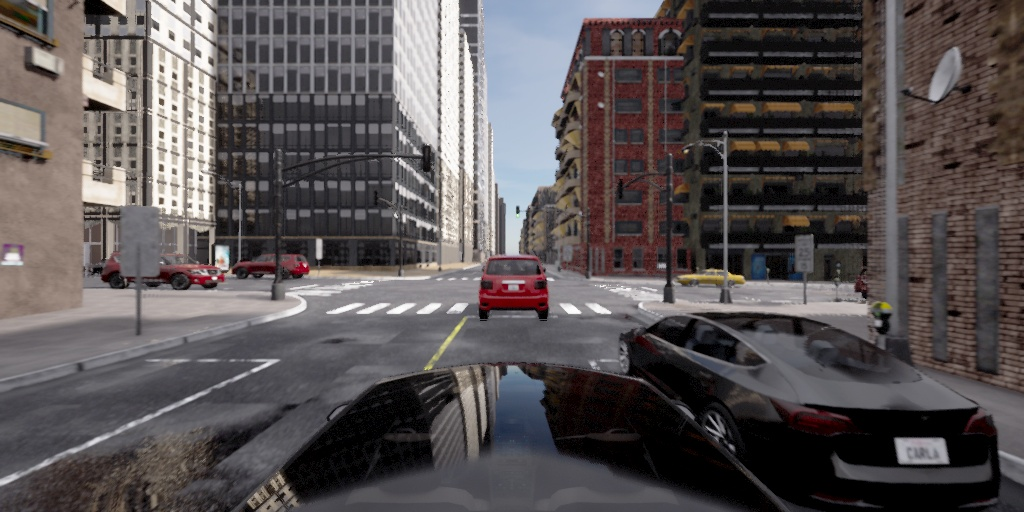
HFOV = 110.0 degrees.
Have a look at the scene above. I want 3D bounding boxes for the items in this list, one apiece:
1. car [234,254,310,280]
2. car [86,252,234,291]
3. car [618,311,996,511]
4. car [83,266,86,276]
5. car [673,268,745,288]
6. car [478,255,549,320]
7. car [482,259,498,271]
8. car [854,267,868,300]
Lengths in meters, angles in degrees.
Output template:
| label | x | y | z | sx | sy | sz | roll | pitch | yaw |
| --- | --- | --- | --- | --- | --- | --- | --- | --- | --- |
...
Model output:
| label | x | y | z | sx | sy | sz | roll | pitch | yaw |
| --- | --- | --- | --- | --- | --- | --- | --- | --- | --- |
| car | -17.694 | 0.778 | 26.491 | 5.009 | 1.841 | 2.192 | 0 | 0 | 0 |
| car | -17.565 | 0.758 | 18.112 | 5.009 | 1.841 | 2.192 | 0 | 0 | 0 |
| car | 2.691 | 1.316 | 4.434 | 1.948 | 1.339 | 4.313 | 0 | 0 | 0 |
| car | -28.788 | 0.821 | 26.402 | 4.313 | 1.339 | 1.948 | 0 | 0 | 0 |
| car | 14.646 | 1.590 | 26.752 | 4.829 | 1.417 | 1.751 | 0 | 0 | 0 |
| car | 0.065 | 0.974 | 12.762 | 2.150 | 2.045 | 5.566 | 0 | 0 | 0 |
| car | -3.053 | 1.244 | 50.144 | 1.882 | 1.535 | 5.008 | 0 | 0 | 0 |
| car | 20.609 | 1.463 | 18.452 | 5.009 | 1.841 | 2.192 | 0 | 0 | 0 |
